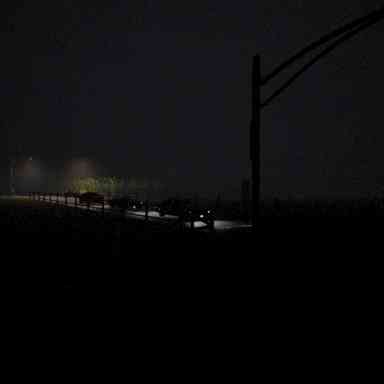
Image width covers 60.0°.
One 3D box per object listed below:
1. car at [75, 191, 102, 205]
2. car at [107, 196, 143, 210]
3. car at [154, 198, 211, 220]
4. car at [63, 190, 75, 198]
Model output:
[{"bbox_3d":[-12.453,0.743,41.068,1.882,1.535,5.008,0,1,-35],"label":"car"},{"bbox_3d":[-6.591,1.051,32.613,1.895,1.301,4.718,0,1,-35],"label":"car"},{"bbox_3d":[-0.855,1.180,24.361,2.033,1.411,5.357,0,1,-35],"label":"car"},{"bbox_3d":[-22.525,0.355,62.016,1.882,1.535,5.008,0,1,-35],"label":"car"}]
